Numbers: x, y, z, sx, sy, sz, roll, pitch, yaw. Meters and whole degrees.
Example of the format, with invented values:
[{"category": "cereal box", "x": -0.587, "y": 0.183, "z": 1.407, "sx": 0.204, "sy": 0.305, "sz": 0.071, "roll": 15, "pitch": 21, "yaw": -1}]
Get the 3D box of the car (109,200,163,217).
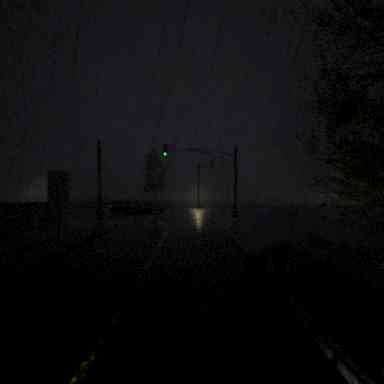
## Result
[{"category": "car", "x": -5.128, "y": 1.537, "z": 30.789, "sx": 4.902, "sy": 1.511, "sz": 2.128, "roll": 1, "pitch": 1, "yaw": -14}]
